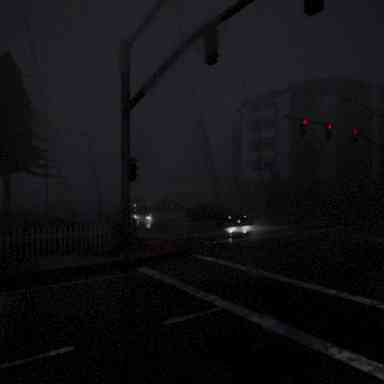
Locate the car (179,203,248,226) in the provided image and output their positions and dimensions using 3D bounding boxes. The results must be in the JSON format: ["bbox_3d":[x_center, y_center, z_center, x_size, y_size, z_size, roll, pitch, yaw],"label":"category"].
[{"bbox_3d":[1.567,1.536,23.947,2.033,1.411,5.357,0,0,-34],"label":"car"}]

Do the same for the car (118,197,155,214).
[{"bbox_3d":[-6.151,1.342,35.402,2.097,1.767,4.553,0,0,-34],"label":"car"}]

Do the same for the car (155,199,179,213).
[{"bbox_3d":[-2.901,1.533,37.178,2.033,1.411,5.357,0,0,-34],"label":"car"}]
